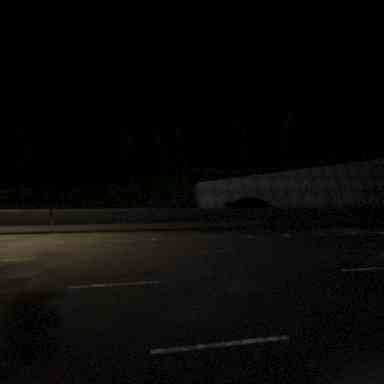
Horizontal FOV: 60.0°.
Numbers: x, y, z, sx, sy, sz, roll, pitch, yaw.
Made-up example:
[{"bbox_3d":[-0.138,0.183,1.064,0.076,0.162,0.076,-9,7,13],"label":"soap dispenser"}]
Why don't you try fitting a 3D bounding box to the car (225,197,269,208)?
[{"bbox_3d":[6.088,1.307,36.913,5.008,1.535,1.882,0,0,-14],"label":"car"}]
